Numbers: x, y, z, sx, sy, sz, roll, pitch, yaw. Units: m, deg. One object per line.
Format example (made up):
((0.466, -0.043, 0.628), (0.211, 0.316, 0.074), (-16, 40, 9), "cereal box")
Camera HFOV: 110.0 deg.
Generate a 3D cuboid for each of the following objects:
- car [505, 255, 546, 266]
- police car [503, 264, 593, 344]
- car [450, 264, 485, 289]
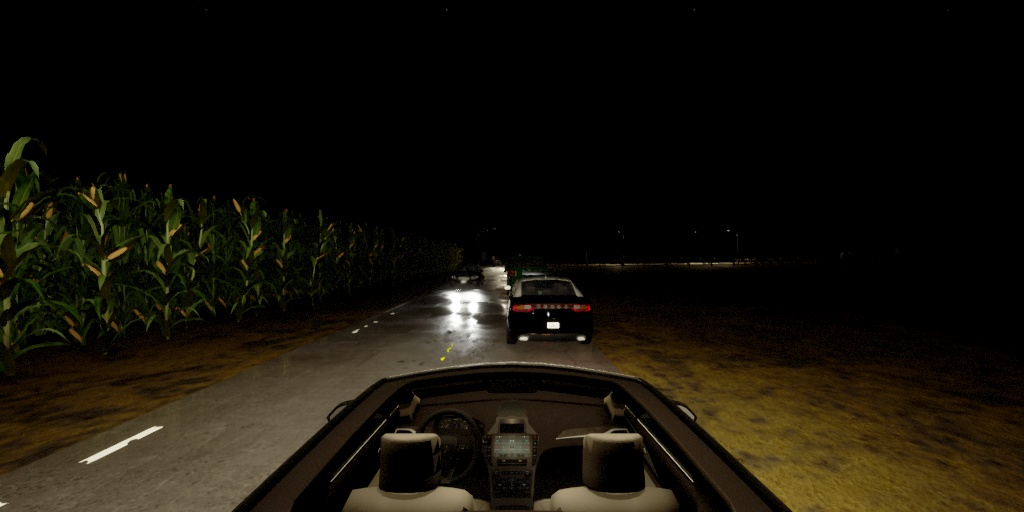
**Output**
((0.807, 0.994, 19.639), (2.150, 2.045, 5.566), (0, 0, 0), "car")
((0.817, 1.179, 9.717), (1.930, 1.638, 5.238), (0, 0, 0), "police car")
((-2.871, 1.271, 23.699), (2.128, 1.511, 4.902), (0, 0, 0), "car")
